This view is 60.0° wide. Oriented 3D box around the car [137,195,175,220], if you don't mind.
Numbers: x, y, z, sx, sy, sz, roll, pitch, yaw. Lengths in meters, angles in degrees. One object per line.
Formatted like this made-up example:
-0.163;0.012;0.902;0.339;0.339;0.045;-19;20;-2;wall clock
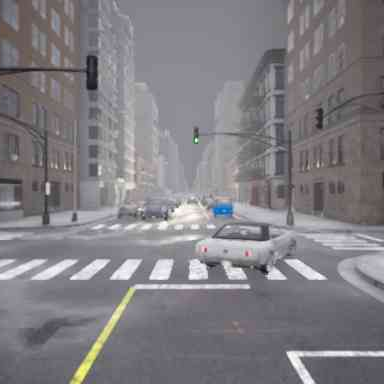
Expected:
-2.877;1.341;27.648;2.097;1.767;4.553;0;0;1;car

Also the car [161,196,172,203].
-5.343;1.522;69.036;1.947;1.339;4.313;0;0;0;car

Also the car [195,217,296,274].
1.984;1.598;10.689;1.895;1.301;4.718;0;0;29;car

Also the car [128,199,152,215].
-5.365;1.530;34.945;1.887;1.381;4.507;0;0;0;car

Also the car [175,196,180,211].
-2.782;1.532;37.122;2.033;1.411;5.357;0;0;0;car

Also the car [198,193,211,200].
2.675;1.284;57.674;2.192;1.841;5.009;0;0;0;car

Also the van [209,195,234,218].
2.656;1.329;29.267;1.690;1.788;3.998;0;0;0;van

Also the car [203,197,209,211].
2.664;1.565;40.629;1.802;1.307;4.206;0;0;0;car

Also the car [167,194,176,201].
-5.332;1.377;86.082;1.967;1.590;4.097;0;0;0;car

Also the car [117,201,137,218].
-5.369;1.539;29.263;2.008;1.369;4.403;0;0;0;car

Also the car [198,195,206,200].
2.696;1.496;91.761;1.947;1.339;4.313;0;0;0;car

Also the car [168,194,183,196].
-2.751;1.535;55.116;1.994;1.385;4.181;0;0;0;car

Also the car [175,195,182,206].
-2.739;1.505;46.587;1.812;1.442;4.674;0;0;0;car

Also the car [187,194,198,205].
0.038;1.515;58.982;2.033;1.411;5.357;0;0;0;car

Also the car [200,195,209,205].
2.671;1.557;51.992;1.802;1.307;4.206;0;0;0;car

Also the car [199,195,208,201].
2.689;1.494;80.398;2.008;1.369;4.403;0;0;0;car

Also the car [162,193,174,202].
-5.339;1.265;74.718;2.192;1.841;5.009;0;0;0;car
